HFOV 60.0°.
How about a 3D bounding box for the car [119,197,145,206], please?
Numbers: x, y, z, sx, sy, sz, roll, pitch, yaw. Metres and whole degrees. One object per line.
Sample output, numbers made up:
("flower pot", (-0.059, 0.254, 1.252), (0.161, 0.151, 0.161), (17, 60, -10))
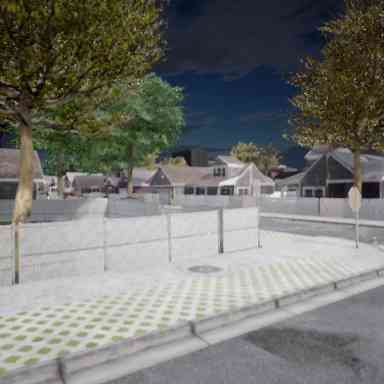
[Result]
("car", (-6.460, 1.271, 35.322), (1.837, 1.490, 4.892), (0, 0, -36))

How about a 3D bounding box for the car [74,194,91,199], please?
("car", (-16.012, 1.020, 48.789), (2.128, 1.511, 4.902), (0, 0, -36))

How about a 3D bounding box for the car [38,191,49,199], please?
("car", (-37.334, 0.722, 83.208), (2.150, 2.045, 5.566), (0, 0, -36))
